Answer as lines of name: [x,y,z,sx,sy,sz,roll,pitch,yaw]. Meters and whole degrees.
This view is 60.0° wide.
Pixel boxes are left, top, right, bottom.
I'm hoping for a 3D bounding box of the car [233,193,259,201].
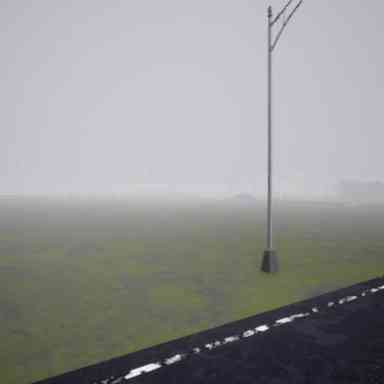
car: [10.289,0.876,63.797,2.033,1.411,5.357,-1,1,-35]
